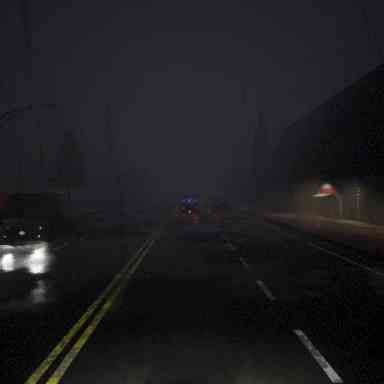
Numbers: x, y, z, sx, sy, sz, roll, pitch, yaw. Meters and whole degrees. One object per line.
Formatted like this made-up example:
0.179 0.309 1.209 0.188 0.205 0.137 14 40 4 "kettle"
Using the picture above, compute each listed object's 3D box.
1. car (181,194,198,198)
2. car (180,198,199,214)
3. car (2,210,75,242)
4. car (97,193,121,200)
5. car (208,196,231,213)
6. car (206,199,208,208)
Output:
-0.347 1.221 44.446 2.150 2.045 5.566 0 0 0 "car"
-0.238 1.601 34.408 1.895 1.301 4.718 0 0 -1 "car"
-7.223 1.564 16.108 1.994 1.385 4.181 0 0 0 "car"
-22.376 1.153 89.538 4.605 1.855 1.932 0 0 -1 "car"
3.212 1.478 37.210 1.882 1.535 5.008 0 0 0 "car"
3.079 1.352 47.291 2.097 1.767 4.553 0 0 0 "car"
